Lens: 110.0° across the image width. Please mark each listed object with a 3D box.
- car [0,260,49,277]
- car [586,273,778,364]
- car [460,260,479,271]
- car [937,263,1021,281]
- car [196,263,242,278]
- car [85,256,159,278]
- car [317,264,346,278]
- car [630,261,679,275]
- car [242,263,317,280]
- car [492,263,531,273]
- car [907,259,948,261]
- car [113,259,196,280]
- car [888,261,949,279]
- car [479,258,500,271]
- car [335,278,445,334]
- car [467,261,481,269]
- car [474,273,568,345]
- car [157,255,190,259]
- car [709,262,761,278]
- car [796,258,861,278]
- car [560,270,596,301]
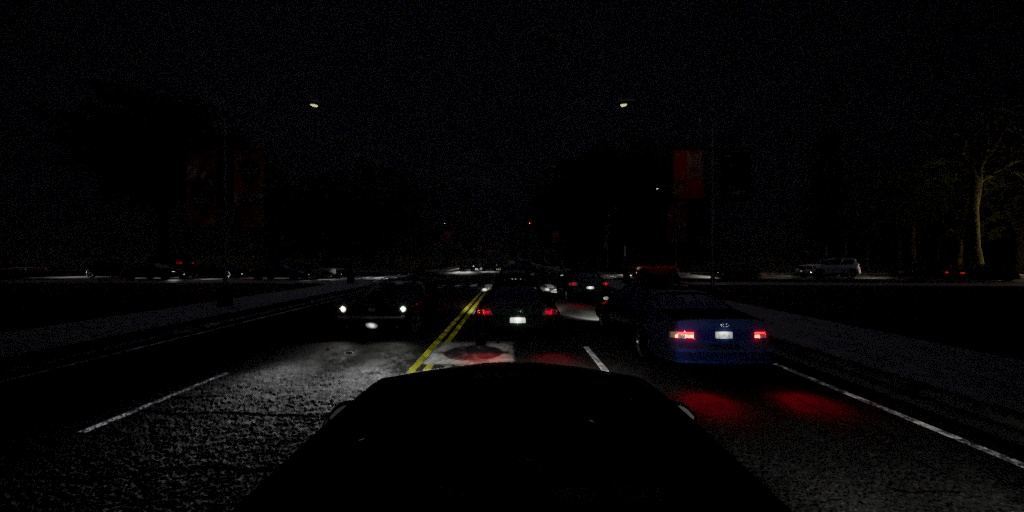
[{"bbox_3d":[-46.028,1.277,33.056,4.718,1.301,1.895,0,0,0],"label":"car"},{"bbox_3d":[3.354,1.303,8.195,2.033,1.411,5.357,0,0,0],"label":"car"},{"bbox_3d":[-6.572,1.407,53.110,2.128,1.511,4.902,0,0,0],"label":"car"},{"bbox_3d":[44.095,1.627,33.738,5.357,1.411,2.033,0,0,0],"label":"car"},{"bbox_3d":[-27.216,1.332,33.201,4.718,1.301,1.895,0,0,-1],"label":"car"},{"bbox_3d":[-36.177,1.054,33.123,4.553,1.767,2.097,0,0,0],"label":"car"},{"bbox_3d":[-18.075,1.365,33.286,4.718,1.301,1.895,0,0,-1],"label":"car"},{"bbox_3d":[14.601,1.265,36.946,4.553,1.767,2.097,0,0,-1],"label":"car"},{"bbox_3d":[-19.388,1.280,30.033,4.674,1.442,1.812,0,0,-2],"label":"car"},{"bbox_3d":[0.099,1.283,18.449,1.837,1.490,4.892,0,0,0],"label":"car"},{"bbox_3d":[45.927,1.327,40.394,5.566,2.045,2.150,0,0,0],"label":"car"},{"bbox_3d":[-29.711,1.243,29.927,4.674,1.442,1.812,0,0,-1],"label":"car"},{"bbox_3d":[42.660,1.567,37.146,4.902,1.511,2.128,0,0,0],"label":"car"},{"bbox_3d":[-3.323,1.463,53.122,2.033,1.411,5.357,0,0,0],"label":"car"},{"bbox_3d":[-3.349,1.359,10.776,1.895,1.301,4.718,0,0,0],"label":"car"},{"bbox_3d":[-6.548,1.535,62.030,1.994,1.385,4.181,0,0,0],"label":"car"},{"bbox_3d":[0.107,1.320,9.544,1.994,1.385,4.181,0,0,0],"label":"car"},{"bbox_3d":[-38.668,0.927,39.789,5.566,2.045,2.150,0,0,-1],"label":"car"},{"bbox_3d":[23.235,1.521,37.040,4.181,1.385,1.994,0,0,-2],"label":"car"},{"bbox_3d":[32.677,1.230,37.096,5.566,2.045,2.150,0,0,0],"label":"car"},{"bbox_3d":[3.358,1.339,17.438,1.994,1.385,4.181,0,0,0],"label":"car"}]
